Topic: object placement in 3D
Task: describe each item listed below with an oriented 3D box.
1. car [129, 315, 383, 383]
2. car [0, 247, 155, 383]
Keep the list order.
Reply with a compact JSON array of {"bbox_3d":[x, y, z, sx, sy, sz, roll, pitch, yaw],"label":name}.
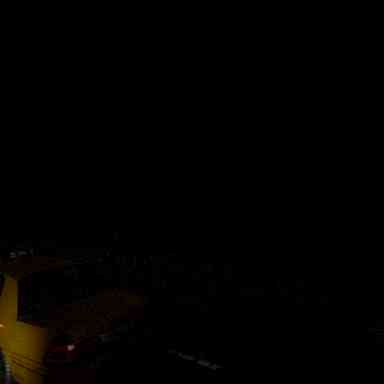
[{"bbox_3d":[1.990,1.551,1.672,4.403,1.369,2.008,0,1,35],"label":"car"},{"bbox_3d":[-2.697,1.524,5.012,4.829,1.417,1.752,0,1,35],"label":"car"}]
